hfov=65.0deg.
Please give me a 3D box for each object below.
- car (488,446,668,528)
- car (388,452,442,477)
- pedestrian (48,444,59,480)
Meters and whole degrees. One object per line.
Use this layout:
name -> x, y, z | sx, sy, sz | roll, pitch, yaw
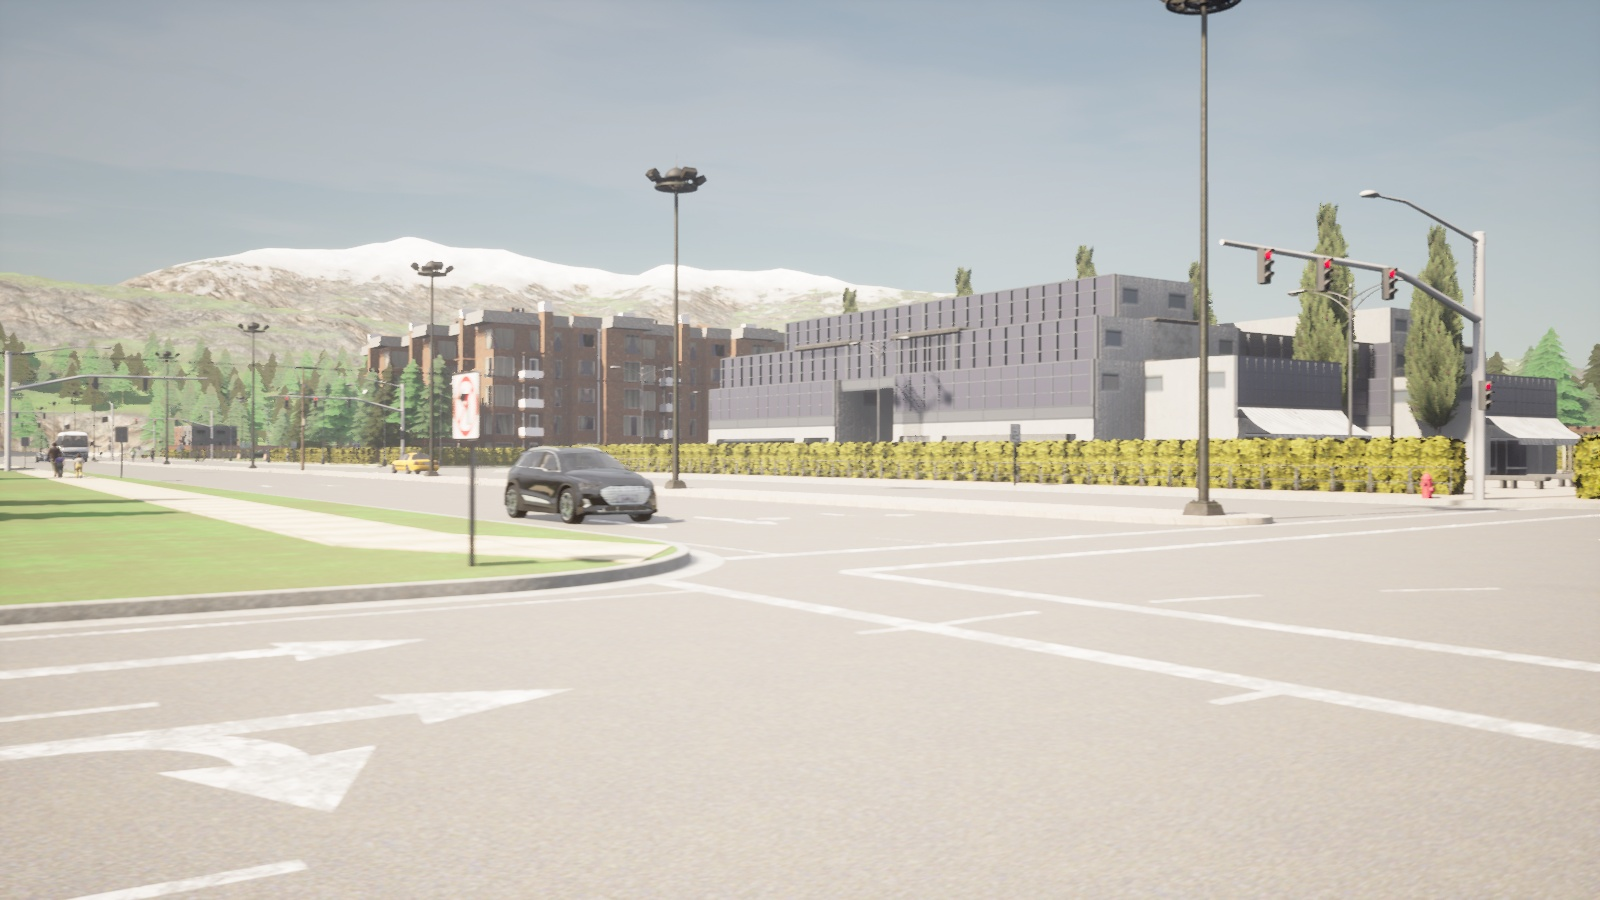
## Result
car -> -5.029, 0.754, 27.856 | 2.033, 1.649, 4.856 | 0, 0, -36
car -> -25.378, 0.940, 82.581 | 1.801, 1.575, 5.366 | 0, 0, -35
pedestrian -> -38.723, 0.625, 65.156 | 0.431, 1.840, 0.703 | 0, 0, -34
